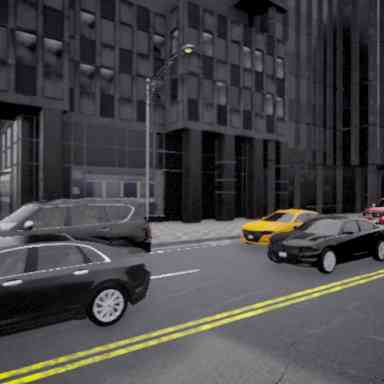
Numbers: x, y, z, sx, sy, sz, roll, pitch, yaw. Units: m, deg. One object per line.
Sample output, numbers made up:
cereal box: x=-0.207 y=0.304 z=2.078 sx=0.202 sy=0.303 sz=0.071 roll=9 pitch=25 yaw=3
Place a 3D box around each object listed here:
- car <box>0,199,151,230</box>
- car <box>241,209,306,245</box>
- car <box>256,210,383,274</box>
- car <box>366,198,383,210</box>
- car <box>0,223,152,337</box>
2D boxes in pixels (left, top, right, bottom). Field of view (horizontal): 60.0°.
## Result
car: x=-3.757 y=1.232 z=9.002 sx=5.566 sy=2.045 sz=2.150 roll=0 pitch=0 yaw=-37
car: x=4.382 y=1.540 z=14.791 sx=5.008 sy=1.535 sz=1.882 roll=0 pitch=0 yaw=-36
car: x=4.627 y=1.529 z=10.975 sx=5.008 sy=1.535 sz=1.882 roll=0 pitch=0 yaw=-36
car: x=12.967 y=1.340 z=20.915 sx=5.566 sy=2.045 sz=2.150 roll=0 pitch=0 yaw=-35
car: x=-3.036 y=1.508 z=5.479 sx=4.892 sy=1.490 sz=1.837 roll=0 pitch=0 yaw=-37
